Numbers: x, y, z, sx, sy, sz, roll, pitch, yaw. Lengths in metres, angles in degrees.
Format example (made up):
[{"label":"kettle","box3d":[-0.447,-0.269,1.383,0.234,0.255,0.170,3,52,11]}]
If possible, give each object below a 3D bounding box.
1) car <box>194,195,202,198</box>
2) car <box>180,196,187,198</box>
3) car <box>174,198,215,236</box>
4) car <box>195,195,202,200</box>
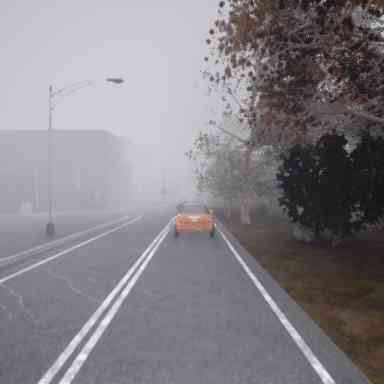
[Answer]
[{"label":"car","box3d":[1.530,1.483,83.934,2.097,1.767,4.553,0,0,2]},{"label":"car","box3d":[-1.976,1.673,75.969,2.128,1.511,4.902,0,0,2]},{"label":"car","box3d":[0.142,1.429,18.898,2.097,1.767,4.553,0,0,0]},{"label":"car","box3d":[1.839,1.481,93.966,1.812,1.442,4.674,0,0,2]}]
